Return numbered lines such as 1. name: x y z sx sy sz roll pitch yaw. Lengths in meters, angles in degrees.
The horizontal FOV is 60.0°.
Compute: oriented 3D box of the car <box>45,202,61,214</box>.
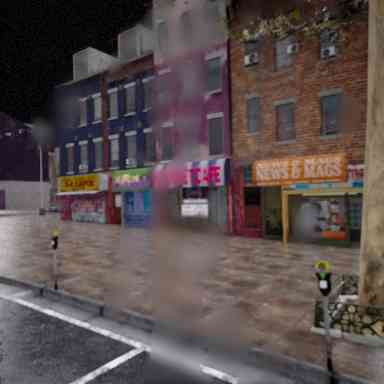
1. car: -13.662 1.586 36.624 1.837 1.490 4.892 -2 -1 36
